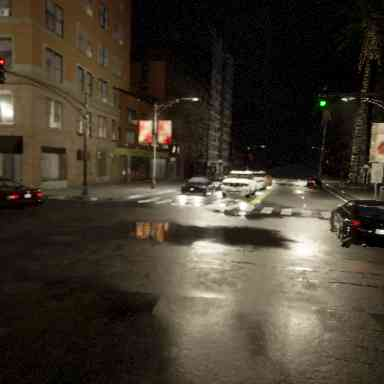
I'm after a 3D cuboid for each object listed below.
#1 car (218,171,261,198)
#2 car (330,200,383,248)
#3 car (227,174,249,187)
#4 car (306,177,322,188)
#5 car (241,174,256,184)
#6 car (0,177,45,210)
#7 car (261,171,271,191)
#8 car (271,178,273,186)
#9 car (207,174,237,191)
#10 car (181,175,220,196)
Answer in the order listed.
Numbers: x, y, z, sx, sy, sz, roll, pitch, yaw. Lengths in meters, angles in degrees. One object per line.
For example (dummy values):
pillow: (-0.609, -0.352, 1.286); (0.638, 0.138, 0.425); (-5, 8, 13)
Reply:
car: (3.970, -0.694, 27.183); (2.150, 2.045, 5.566); (4, 5, 18)
car: (5.827, 0.943, 11.022); (1.994, 1.385, 4.181); (4, 5, 17)
car: (6.239, -1.610, 44.836); (2.033, 1.411, 5.357); (4, 5, 17)
car: (17.247, -1.362, 47.015); (1.837, 1.490, 4.892); (4, 5, 17)
car: (9.280, -2.239, 54.415); (1.812, 1.442, 4.674); (4, 5, 17)
car: (-8.784, 0.015, 13.780); (5.357, 1.411, 2.033); (4, 5, 18)
car: (7.127, -1.307, 37.034); (2.150, 2.045, 5.566); (4, 5, 18)
car: (10.250, -1.659, 46.738); (1.882, 1.535, 5.008); (4, 5, 17)
car: (3.287, -1.098, 35.743); (2.128, 1.511, 4.902); (4, 5, 18)
car: (0.590, -0.505, 27.357); (1.994, 1.385, 4.181); (4, 4, 17)
